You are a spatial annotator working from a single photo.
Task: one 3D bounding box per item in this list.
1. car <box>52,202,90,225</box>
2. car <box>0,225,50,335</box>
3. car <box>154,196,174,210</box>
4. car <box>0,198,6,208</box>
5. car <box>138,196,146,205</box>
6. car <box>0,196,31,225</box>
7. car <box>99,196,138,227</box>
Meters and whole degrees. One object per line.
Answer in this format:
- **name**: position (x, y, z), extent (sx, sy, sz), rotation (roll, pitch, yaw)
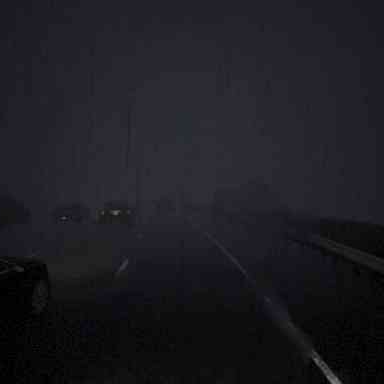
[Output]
- **car**: position (-8.723, 1.493, 24.278), extent (2.128, 1.511, 4.902), rotation (0, 0, -7)
- **car**: position (-3.570, 1.495, 4.395), extent (2.128, 1.511, 4.902), rotation (0, 0, -1)
- **car**: position (-3.616, 1.338, 42.175), extent (2.097, 1.767, 4.553), rotation (0, 0, -13)
- **car**: position (-28.000, 1.545, 47.219), extent (1.812, 1.442, 4.674), rotation (0, 0, -16)
- **car**: position (-9.395, 1.465, 59.134), extent (1.882, 1.535, 5.008), rotation (0, 0, -19)
- **car**: position (-11.683, 1.230, 19.992), extent (2.150, 2.045, 5.566), rotation (0, 0, -6)
- **car**: position (-5.011, 1.349, 22.782), extent (2.097, 1.767, 4.553), rotation (0, 0, -7)
